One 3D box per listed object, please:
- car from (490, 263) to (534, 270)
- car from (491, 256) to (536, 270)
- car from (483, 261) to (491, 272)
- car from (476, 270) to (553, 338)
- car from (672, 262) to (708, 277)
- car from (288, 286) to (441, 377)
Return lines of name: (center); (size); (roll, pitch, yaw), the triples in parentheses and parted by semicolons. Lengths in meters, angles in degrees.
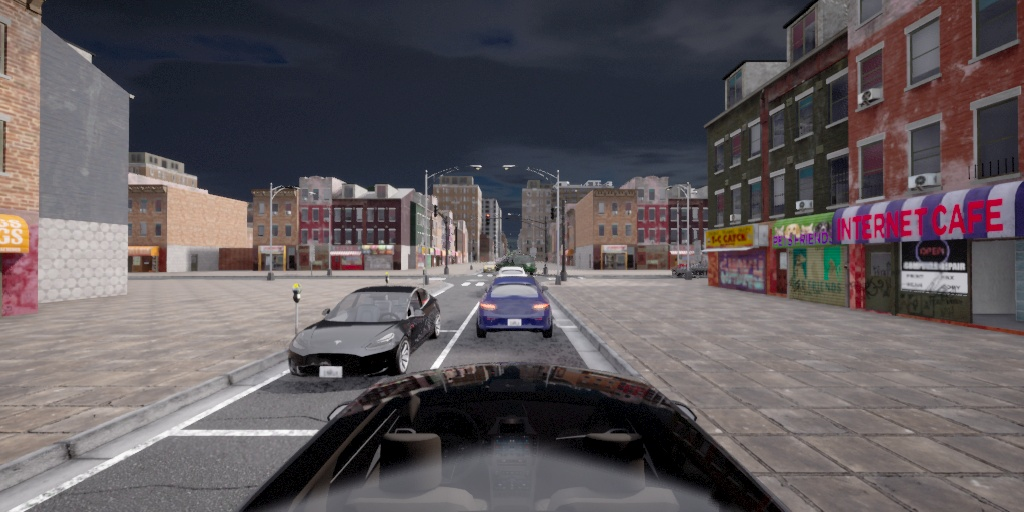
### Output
car: (-0.003, 1.284, 19.216); (1.812, 1.442, 4.674); (0, 0, 0)
car: (0.324, 1.009, 37.213); (2.150, 2.045, 5.566); (-2, 1, -30)
car: (-2.690, 1.322, 45.000); (1.751, 1.417, 4.829); (0, 0, 0)
car: (0.068, 1.278, 10.082); (1.812, 1.442, 4.674); (0, 0, 0)
car: (17.336, 1.252, 33.000); (4.892, 1.490, 1.837); (0, 0, 0)
car: (-2.645, 1.317, 7.402); (1.948, 1.339, 4.313); (0, 0, 0)
